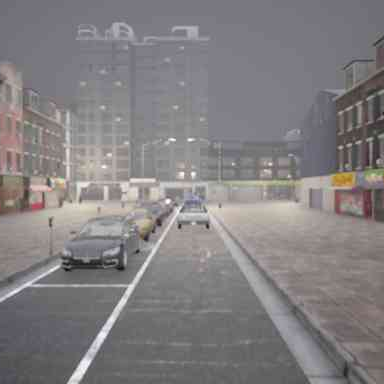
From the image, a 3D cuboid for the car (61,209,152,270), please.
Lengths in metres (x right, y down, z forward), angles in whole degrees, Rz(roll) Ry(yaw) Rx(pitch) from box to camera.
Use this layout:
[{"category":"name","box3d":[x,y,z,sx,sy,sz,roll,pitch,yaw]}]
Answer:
[{"category":"car","box3d":[-2.646,1.461,10.502,2.008,1.369,4.403,0,0,0]}]

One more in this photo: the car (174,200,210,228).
[{"category":"car","box3d":[0.089,1.427,20.557,1.895,1.301,4.718,0,0,0]}]

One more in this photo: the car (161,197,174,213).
[{"category":"car","box3d":[-2.655,1.355,26.858,1.802,1.307,4.206,0,0,0]}]

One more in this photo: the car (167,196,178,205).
[{"category":"car","box3d":[-2.659,1.293,32.310,1.947,1.339,4.313,0,0,0]}]

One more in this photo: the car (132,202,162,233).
[{"category":"car","box3d":[-2.649,1.392,15.784,1.752,1.417,4.829,0,0,0]}]

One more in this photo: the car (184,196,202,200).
[{"category":"car","box3d":[0.075,1.160,37.599,1.882,1.535,5.008,0,1,0]}]

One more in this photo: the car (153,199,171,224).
[{"category":"car","box3d":[-2.652,1.385,21.407,1.947,1.339,4.313,0,0,0]}]
